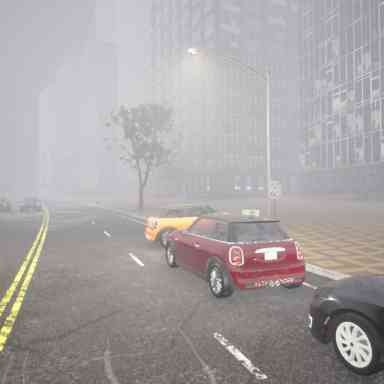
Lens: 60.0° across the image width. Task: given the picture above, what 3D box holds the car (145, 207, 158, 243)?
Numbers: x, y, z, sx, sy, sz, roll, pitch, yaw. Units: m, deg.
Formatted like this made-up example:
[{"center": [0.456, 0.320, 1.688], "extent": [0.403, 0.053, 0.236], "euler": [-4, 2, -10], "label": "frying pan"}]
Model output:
[{"center": [0.287, 1.277, 14.543], "extent": [4.553, 1.767, 2.097], "euler": [-3, 1, -18], "label": "car"}]

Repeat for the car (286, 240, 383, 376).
[{"center": [3.595, 1.505, 3.441], "extent": [1.837, 1.490, 4.892], "euler": [0, 0, -36], "label": "car"}]

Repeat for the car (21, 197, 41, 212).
[{"center": [-19.013, 1.393, 39.353], "extent": [2.097, 1.767, 4.553], "euler": [0, 0, -24], "label": "car"}]

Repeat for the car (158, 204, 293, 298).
[{"center": [0.836, 1.355, 8.900], "extent": [2.097, 1.767, 4.553], "euler": [0, 0, -22], "label": "car"}]

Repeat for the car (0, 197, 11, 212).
[{"center": [-21.976, 1.390, 38.018], "extent": [2.097, 1.767, 4.553], "euler": [0, 0, -24], "label": "car"}]
